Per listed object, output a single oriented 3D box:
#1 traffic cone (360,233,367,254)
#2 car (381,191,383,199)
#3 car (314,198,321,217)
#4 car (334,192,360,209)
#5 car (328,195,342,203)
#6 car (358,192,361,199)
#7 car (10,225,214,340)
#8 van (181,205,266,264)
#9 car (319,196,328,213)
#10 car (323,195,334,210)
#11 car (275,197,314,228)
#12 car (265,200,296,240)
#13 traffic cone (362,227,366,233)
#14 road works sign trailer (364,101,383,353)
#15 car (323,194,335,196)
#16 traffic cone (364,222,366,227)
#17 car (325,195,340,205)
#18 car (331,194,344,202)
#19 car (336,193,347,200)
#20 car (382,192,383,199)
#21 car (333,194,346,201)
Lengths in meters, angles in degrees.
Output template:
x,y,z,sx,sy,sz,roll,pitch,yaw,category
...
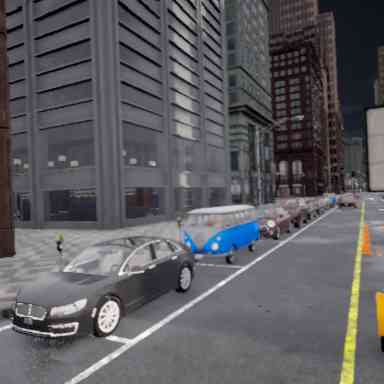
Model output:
x,y,z,sx,sy,sz,roll,pitch,yaw,category
6.055,1.837,11.600,0.340,0.580,0.340,-2,-1,27,traffic cone
39.894,0.610,68.006,1.967,1.590,4.097,-3,-1,27,car
8.946,1.480,26.923,1.947,1.339,4.313,-3,-1,27,car
18.133,1.161,38.755,1.882,1.535,5.008,-2,-1,28,car
24.543,1.205,56.931,1.802,1.307,4.206,-3,-1,27,car
37.938,0.839,76.711,1.837,1.490,4.892,-2,-1,28,car
-1.453,1.669,6.918,2.008,1.369,4.403,-3,-1,27,car
1.138,1.408,11.922,1.690,1.788,3.998,-3,-1,27,van
11.545,1.430,31.924,1.947,1.339,4.313,-3,-1,27,car
14.144,1.365,36.926,2.008,1.369,4.403,-3,-1,27,car
6.336,1.280,21.925,2.192,1.841,5.009,-3,-1,27,car
3.742,1.456,16.922,1.967,1.590,4.097,-3,-1,27,car
6.978,1.818,13.375,0.340,0.580,0.340,-2,-1,27,traffic cone
3.901,0.362,4.815,2.380,3.560,2.880,-2,-1,27,road works sign trailer
16.745,1.347,41.927,1.802,1.307,4.206,-3,-1,27,car
7.900,1.800,15.149,0.340,0.580,0.340,-2,-1,27,traffic cone
21.863,1.197,51.779,1.752,1.417,4.829,-3,-1,27,car
27.142,1.143,61.932,1.947,1.339,4.313,-3,-1,27,car
32.340,1.039,71.934,2.008,1.369,4.403,-3,-1,27,car
34.700,0.826,58.003,1.947,1.339,4.313,-3,-1,27,car
29.741,1.099,66.933,1.947,1.339,4.313,-3,-1,27,car
